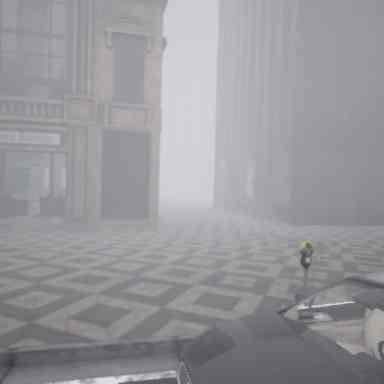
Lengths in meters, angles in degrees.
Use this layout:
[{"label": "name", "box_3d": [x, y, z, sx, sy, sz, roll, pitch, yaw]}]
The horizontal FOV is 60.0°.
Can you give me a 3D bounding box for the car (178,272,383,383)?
[{"label": "car", "box_3d": [2.063, 1.516, 3.124, 4.403, 1.369, 2.008, 1, 1, -13]}]
